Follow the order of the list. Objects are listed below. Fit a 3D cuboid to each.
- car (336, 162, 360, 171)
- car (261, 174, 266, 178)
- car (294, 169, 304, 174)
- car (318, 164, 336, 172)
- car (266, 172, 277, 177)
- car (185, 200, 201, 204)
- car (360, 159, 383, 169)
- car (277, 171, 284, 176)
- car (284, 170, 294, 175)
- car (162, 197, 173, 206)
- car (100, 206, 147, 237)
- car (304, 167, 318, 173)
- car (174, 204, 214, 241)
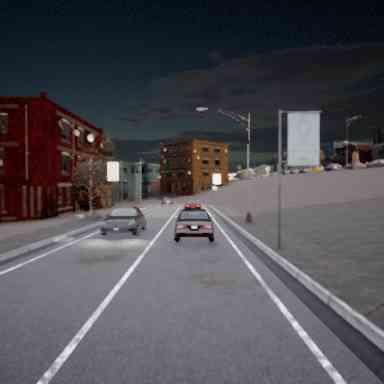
[{"bbox_3d":[23.528,-3.558,47.931,2.163,1.488,4.792,0,1,-6],"label":"car"},{"bbox_3d":[21.362,-4.248,92.154,2.002,1.452,4.674,0,1,-1],"label":"car"},{"bbox_3d":[22.085,-3.864,64.664,2.002,1.452,4.674,0,1,-3],"label":"car"},{"bbox_3d":[22.907,-3.821,53.622,2.185,1.767,4.553,0,1,-5],"label":"car"},{"bbox_3d":[21.482,-4.346,86.660,2.185,1.767,4.553,0,1,-1],"label":"car"},{"bbox_3d":[0.095,1.577,39.024,1.895,1.301,4.718,0,0,0],"label":"car"},{"bbox_3d":[24.231,-3.444,42.458,2.002,1.452,4.674,0,1,-7],"label":"car"},{"bbox_3d":[21.722,-4.084,75.724,2.231,1.521,4.892,0,1,-1],"label":"car"},{"bbox_3d":[21.851,-4.003,70.206,2.231,1.521,4.892,0,1,-1],"label":"car"},{"bbox_3d":[-4.403,1.680,59.663,2.128,1.511,4.902,0,-1,-7],"label":"car"},{"bbox_3d":[-3.600,1.511,18.153,1.812,1.442,4.674,0,0,0],"label":"car"},{"bbox_3d":[22.438,-3.799,59.127,2.097,1.535,5.008,0,1,-4],"label":"car"},{"bbox_3d":[0.098,1.534,16.579,2.033,1.411,5.357,0,0,0],"label":"car"}]
